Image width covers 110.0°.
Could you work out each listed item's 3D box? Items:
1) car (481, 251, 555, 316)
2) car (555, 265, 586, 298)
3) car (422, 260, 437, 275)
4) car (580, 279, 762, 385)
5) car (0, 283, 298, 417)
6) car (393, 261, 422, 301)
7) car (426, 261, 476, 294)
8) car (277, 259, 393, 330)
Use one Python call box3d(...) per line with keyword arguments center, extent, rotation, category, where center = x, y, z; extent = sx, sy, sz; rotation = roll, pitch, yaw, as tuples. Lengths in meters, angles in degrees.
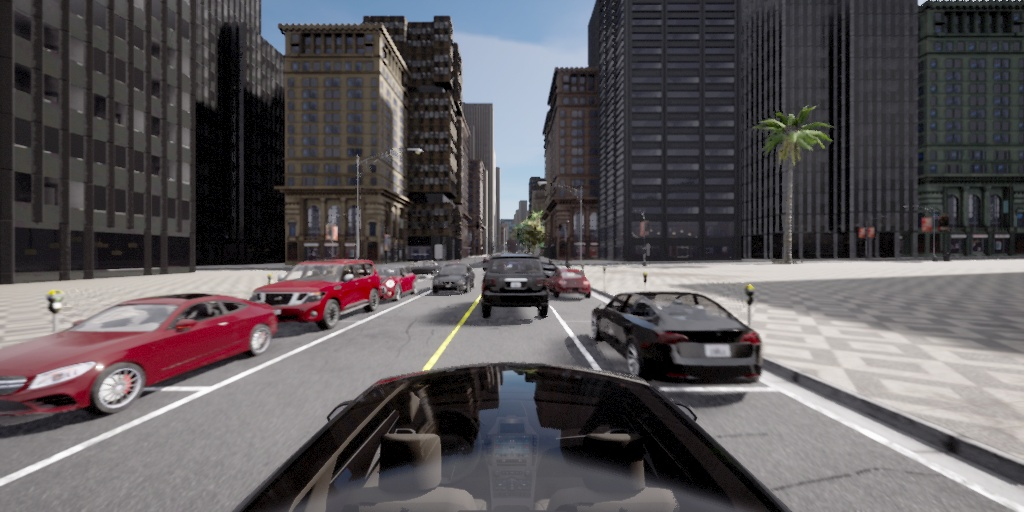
box3d(center=(0.082, 0.939, 13.250), extent=(2.150, 2.045, 5.566), rotation=(0, 0, -1), category="car")
box3d(center=(2.764, 1.284, 17.701), extent=(1.802, 1.307, 4.207), rotation=(0, 0, 0), category="car")
box3d(center=(-7.489, 1.034, 29.956), extent=(4.403, 1.370, 2.007), rotation=(0, 0, -9), category="car")
box3d(center=(2.763, 1.302, 6.901), extent=(1.948, 1.339, 4.313), rotation=(0, 0, 0), category="car")
box3d(center=(-5.762, 1.321, 5.942), extent=(1.802, 1.307, 4.207), rotation=(0, 0, 0), category="car")
box3d(center=(-5.761, 1.145, 16.545), extent=(1.967, 1.591, 4.097), rotation=(0, 0, 0), category="car")
box3d(center=(-3.097, 1.198, 19.779), extent=(1.837, 1.490, 4.892), rotation=(0, 0, 0), category="car")
box3d(center=(-5.762, 1.039, 11.243), extent=(2.192, 1.841, 5.009), rotation=(0, 0, 0), category="car")
